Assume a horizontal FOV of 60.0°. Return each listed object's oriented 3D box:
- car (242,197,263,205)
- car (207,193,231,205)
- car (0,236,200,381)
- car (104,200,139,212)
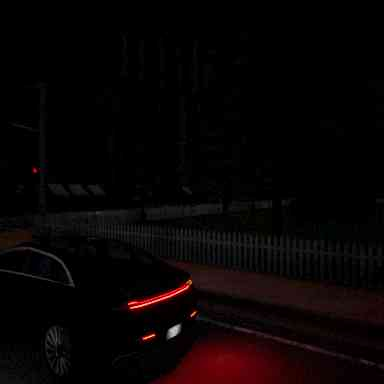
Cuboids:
[{"bbox_3d":[9.598,1.547,51.727,2.033,1.411,5.357,0,0,34],"label":"car"},{"bbox_3d":[4.954,1.351,57.561,2.097,1.767,4.553,0,0,34],"label":"car"},{"bbox_3d":[-2.185,1.491,5.497,4.902,1.511,2.128,0,0,36],"label":"car"},{"bbox_3d":[-8.099,1.564,38.356,1.994,1.385,4.181,0,0,34],"label":"car"}]
